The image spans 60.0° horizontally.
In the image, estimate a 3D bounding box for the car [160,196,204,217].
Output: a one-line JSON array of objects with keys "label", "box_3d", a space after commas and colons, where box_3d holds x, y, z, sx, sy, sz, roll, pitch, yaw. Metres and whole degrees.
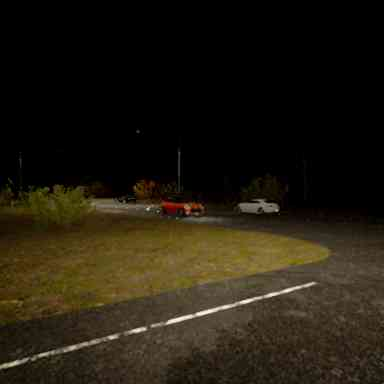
[{"label": "car", "box_3d": [-0.962, 1.244, 29.853, 2.097, 1.767, 4.553, 0, 0, -37]}]

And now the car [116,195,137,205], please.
[{"label": "car", "box_3d": [-10.717, 1.259, 54.293, 1.837, 1.490, 4.892, 0, 0, -37]}]

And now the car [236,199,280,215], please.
[{"label": "car", "box_3d": [6.253, 1.415, 31.923, 1.812, 1.442, 4.674, 0, 0, -37]}]
